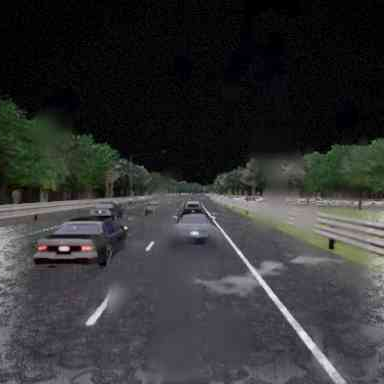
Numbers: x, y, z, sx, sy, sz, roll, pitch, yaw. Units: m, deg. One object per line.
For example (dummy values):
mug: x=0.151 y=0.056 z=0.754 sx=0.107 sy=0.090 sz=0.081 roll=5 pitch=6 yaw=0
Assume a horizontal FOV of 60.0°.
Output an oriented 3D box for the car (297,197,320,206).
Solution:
car: x=21.754 y=1.742 z=62.422 sx=1.882 sy=1.535 sz=5.008 roll=0 pitch=0 yaw=-20

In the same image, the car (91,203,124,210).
car: x=-6.892 y=1.571 z=27.404 sx=2.033 sy=1.411 sz=5.357 roll=0 pitch=0 yaw=0

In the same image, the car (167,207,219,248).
car: x=0.102 y=1.572 z=14.927 sx=1.994 sy=1.385 sz=4.181 roll=0 pitch=0 yaw=0

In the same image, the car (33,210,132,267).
car: x=-3.400 y=1.554 z=11.343 sx=2.033 sy=1.411 sz=5.357 roll=0 pitch=0 yaw=0

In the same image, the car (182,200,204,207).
car: x=0.104 y=1.537 z=32.629 sx=1.837 sy=1.490 sz=4.892 roll=0 pitch=0 yaw=0

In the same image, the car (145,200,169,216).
car: x=-3.397 y=1.523 z=32.496 sx=2.128 sy=1.511 sz=4.902 roll=0 pitch=0 yaw=0
